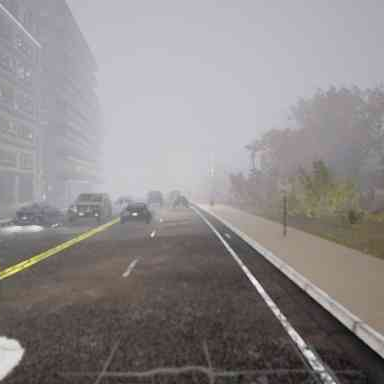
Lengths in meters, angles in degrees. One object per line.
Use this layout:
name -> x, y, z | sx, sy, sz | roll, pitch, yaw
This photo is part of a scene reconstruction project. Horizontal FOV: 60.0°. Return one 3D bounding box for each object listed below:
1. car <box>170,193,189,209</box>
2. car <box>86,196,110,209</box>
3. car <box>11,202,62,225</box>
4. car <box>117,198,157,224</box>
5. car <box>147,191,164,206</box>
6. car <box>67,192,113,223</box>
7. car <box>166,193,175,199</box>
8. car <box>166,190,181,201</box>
car -> -1.416, 1.178, 40.267 | 1.837, 1.490, 4.892 | 0, 1, -4
car -> -11.256, 1.224, 40.181 | 1.812, 1.442, 4.674 | 0, 0, -4
car -> -10.419, 1.402, 22.548 | 1.994, 1.385, 4.181 | 0, 0, -2
car -> -3.753, 1.382, 23.344 | 1.994, 1.385, 4.181 | 0, 0, -2
car -> -5.068, 0.854, 45.928 | 2.150, 2.045, 5.566 | 0, 0, -4
car -> -7.229, 1.040, 24.139 | 2.150, 2.045, 5.566 | 0, 0, -2
car -> -5.028, 0.905, 77.570 | 1.994, 1.385, 4.181 | 0, 1, -7
car -> -3.040, 0.726, 60.422 | 2.150, 2.045, 5.566 | 0, 1, -5
